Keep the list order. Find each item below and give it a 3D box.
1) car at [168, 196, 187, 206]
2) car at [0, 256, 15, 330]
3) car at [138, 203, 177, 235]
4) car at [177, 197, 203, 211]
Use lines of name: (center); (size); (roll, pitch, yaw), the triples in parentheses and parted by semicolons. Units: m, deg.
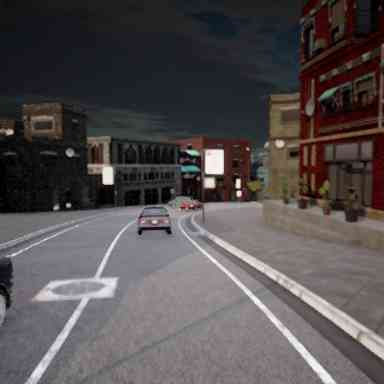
car: (-1.671, 1.421, 48.179); (2.097, 1.767, 4.553); (2, 1, 25)
car: (-3.943, 1.519, 3.845); (1.882, 1.535, 5.008); (-1, 0, -4)
car: (-2.129, 1.576, 19.321); (2.033, 1.411, 5.357); (-1, 0, -6)
car: (0.104, 1.734, 42.876); (1.895, 1.301, 4.718); (1, 0, 18)
